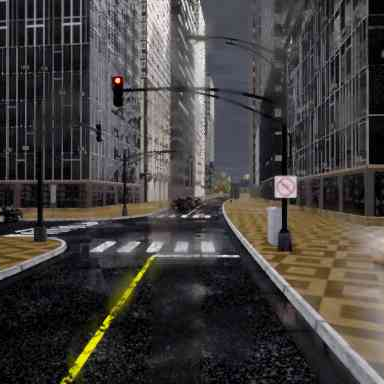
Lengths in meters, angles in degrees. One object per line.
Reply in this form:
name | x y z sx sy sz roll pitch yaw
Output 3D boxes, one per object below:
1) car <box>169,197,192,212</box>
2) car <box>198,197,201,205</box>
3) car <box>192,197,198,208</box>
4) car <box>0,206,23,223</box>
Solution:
car | -1.486 1.450 38.637 1.882 1.535 5.008 0 0 5
car | 0.502 1.501 58.404 1.994 1.385 4.181 0 0 7
car | -0.604 1.462 48.445 1.837 1.490 4.892 0 0 6
car | -16.520 1.854 28.032 4.403 1.369 2.008 -1 1 10
